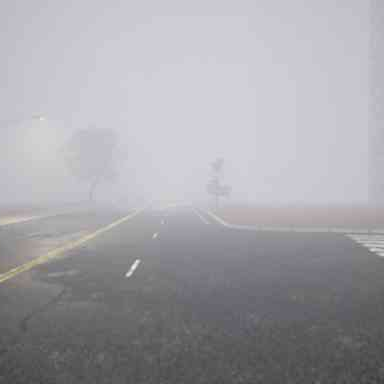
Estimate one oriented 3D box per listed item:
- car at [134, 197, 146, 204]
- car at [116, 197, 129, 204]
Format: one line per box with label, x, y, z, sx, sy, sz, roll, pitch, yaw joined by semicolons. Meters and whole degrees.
car;-9.673;1.536;62.434;1.994;1.385;4.181;0;0;-6
car;-12.907;1.535;62.117;1.994;1.385;4.181;0;0;-6
